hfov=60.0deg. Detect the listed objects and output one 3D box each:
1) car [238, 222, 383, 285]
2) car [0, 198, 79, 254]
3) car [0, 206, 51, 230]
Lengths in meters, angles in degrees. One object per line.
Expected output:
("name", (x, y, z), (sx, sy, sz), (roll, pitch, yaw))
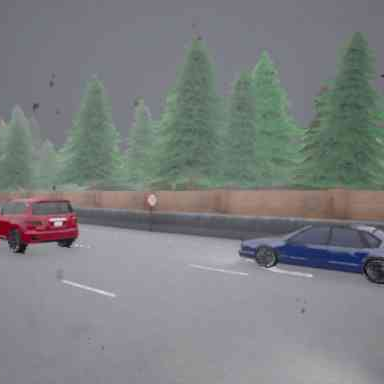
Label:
("car", (4.077, 1.608, 9.742), (5.357, 1.411, 2.033), (0, 0, 36))
("car", (-6.969, 1.263, 13.960), (5.566, 2.045, 2.150), (0, 0, 40))
("car", (-11.663, 1.665, 22.599), (4.718, 1.301, 1.895), (0, 0, 41))
